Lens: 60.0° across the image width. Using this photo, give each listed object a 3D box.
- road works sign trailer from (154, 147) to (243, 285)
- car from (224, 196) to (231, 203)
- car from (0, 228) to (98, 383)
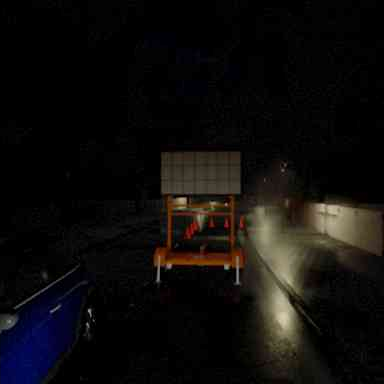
[{"bbox_3d":[0.267,0.512,9.728,2.380,3.560,2.880,0,0,5],"label":"road works sign trailer"},{"bbox_3d":[9.238,1.786,83.840,2.150,2.045,5.566,0,-1,2],"label":"car"},{"bbox_3d":[-2.548,1.368,3.244,2.097,1.767,4.553,0,0,2],"label":"car"}]
